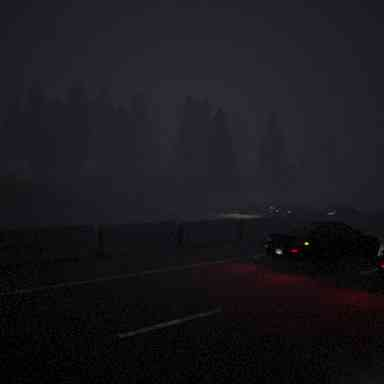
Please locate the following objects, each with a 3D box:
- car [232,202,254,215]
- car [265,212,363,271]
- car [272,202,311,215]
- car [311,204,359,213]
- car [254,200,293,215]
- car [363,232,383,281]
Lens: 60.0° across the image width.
[{"bbox_3d":[7.250,1.911,39.327,5.357,1.411,2.033,1,-1,-36],"label":"car"},{"bbox_3d":[4.475,1.616,11.273,4.674,1.442,1.812,1,0,-35],"label":"car"},{"bbox_3d":[10.486,1.944,33.035,4.718,1.301,1.895,1,-1,-36],"label":"car"},{"bbox_3d":[13.594,1.871,30.953,4.892,1.490,1.837,1,-1,-36],"label":"car"},{"bbox_3d":[9.532,1.720,36.653,4.553,1.767,2.097,1,-1,-36],"label":"car"},{"bbox_3d":[6.510,1.614,8.424,4.674,1.442,1.812,1,0,-35],"label":"car"}]
